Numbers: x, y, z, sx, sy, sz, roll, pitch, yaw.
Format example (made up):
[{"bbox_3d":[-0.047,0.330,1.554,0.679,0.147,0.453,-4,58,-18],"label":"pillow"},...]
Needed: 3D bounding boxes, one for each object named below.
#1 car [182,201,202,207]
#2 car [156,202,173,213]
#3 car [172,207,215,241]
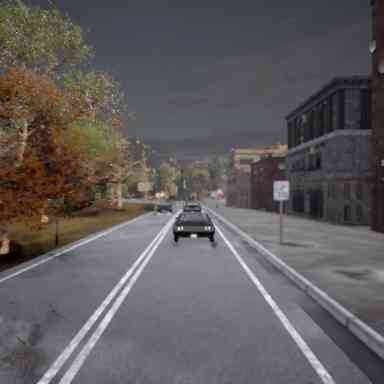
[{"bbox_3d":[0.034,1.765,34.734,1.837,1.490,4.892,0,-1,0],"label":"car"},{"bbox_3d":[-3.439,1.939,42.662,2.033,1.411,5.357,0,-1,0],"label":"car"},{"bbox_3d":[0.083,1.660,16.882,1.895,1.301,4.718,0,0,0],"label":"car"}]
